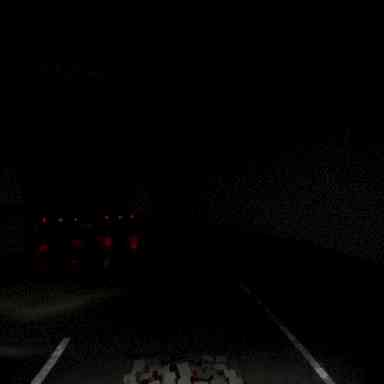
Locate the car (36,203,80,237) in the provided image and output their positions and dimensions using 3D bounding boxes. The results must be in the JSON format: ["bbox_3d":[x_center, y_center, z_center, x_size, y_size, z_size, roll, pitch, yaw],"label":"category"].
[{"bbox_3d":[-8.008,1.569,19.915,2.097,1.767,4.553,0,-1,-25],"label":"car"}]

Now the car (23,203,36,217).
[{"bbox_3d":[-17.667,1.959,37.011,5.357,1.411,2.033,-1,-1,37],"label":"car"}]

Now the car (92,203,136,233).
[{"bbox_3d":[-5.247,1.578,21.941,2.097,1.767,4.553,0,-1,-26],"label":"car"}]
